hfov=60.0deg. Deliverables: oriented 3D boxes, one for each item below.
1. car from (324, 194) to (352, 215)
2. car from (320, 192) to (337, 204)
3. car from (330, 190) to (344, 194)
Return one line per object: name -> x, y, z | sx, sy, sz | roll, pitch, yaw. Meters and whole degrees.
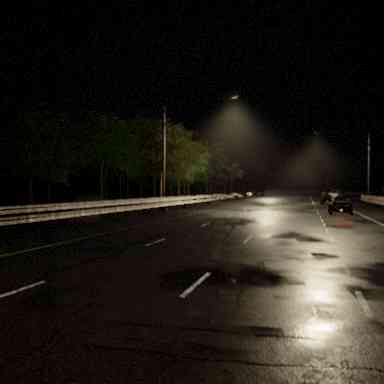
car -> 13.365, 1.239, 30.257 | 1.837, 1.490, 4.892 | 0, 1, 19
car -> 20.108, 1.085, 49.536 | 1.812, 1.442, 4.674 | 0, 1, 21
car -> 29.603, 0.631, 67.976 | 2.150, 2.045, 5.566 | 1, 1, 37
